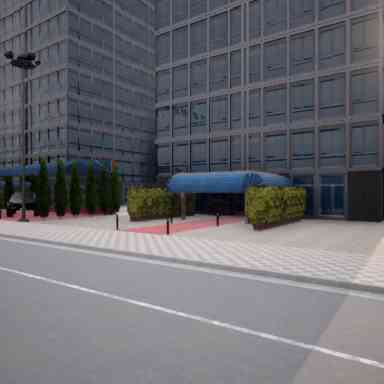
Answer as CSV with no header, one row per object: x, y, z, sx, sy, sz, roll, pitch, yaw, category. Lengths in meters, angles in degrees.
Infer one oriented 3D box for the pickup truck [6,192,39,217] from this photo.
-15.165,1.059,30.077,2.390,2.098,6.274,0,0,-25,pickup truck
